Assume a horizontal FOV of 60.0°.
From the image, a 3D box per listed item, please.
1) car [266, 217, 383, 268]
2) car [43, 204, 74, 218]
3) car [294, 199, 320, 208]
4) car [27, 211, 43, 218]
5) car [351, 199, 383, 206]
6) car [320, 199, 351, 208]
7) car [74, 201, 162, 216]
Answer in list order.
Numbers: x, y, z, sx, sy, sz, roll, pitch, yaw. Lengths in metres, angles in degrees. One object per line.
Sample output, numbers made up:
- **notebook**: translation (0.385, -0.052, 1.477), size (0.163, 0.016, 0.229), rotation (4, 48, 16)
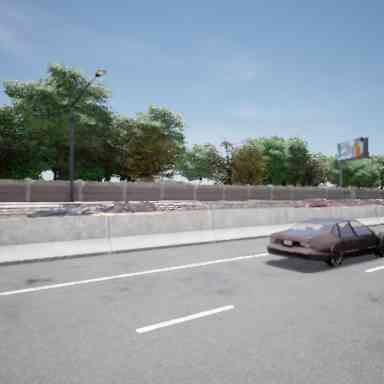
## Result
- **car**: translation (4.972, 1.607, 11.590), size (5.357, 1.411, 2.033), rotation (0, 0, -35)
- **car**: translation (-6.388, 1.527, 20.935), size (4.902, 1.511, 2.128), rotation (0, 0, -36)
- **car**: translation (14.286, 1.573, 39.950), size (4.553, 1.767, 2.097), rotation (1, 0, -35)
- **car**: translation (-8.716, 1.581, 23.572), size (5.357, 1.411, 2.033), rotation (0, 0, -36)
- **car**: translation (19.144, 1.580, 34.799), size (4.553, 1.767, 2.097), rotation (1, 0, -35)
- **car**: translation (17.111, 1.579, 37.647), size (4.553, 1.767, 2.097), rotation (1, 0, -35)
- **car**: translation (-3.810, 1.392, 18.476), size (4.553, 1.767, 2.097), rotation (0, 0, -36)
